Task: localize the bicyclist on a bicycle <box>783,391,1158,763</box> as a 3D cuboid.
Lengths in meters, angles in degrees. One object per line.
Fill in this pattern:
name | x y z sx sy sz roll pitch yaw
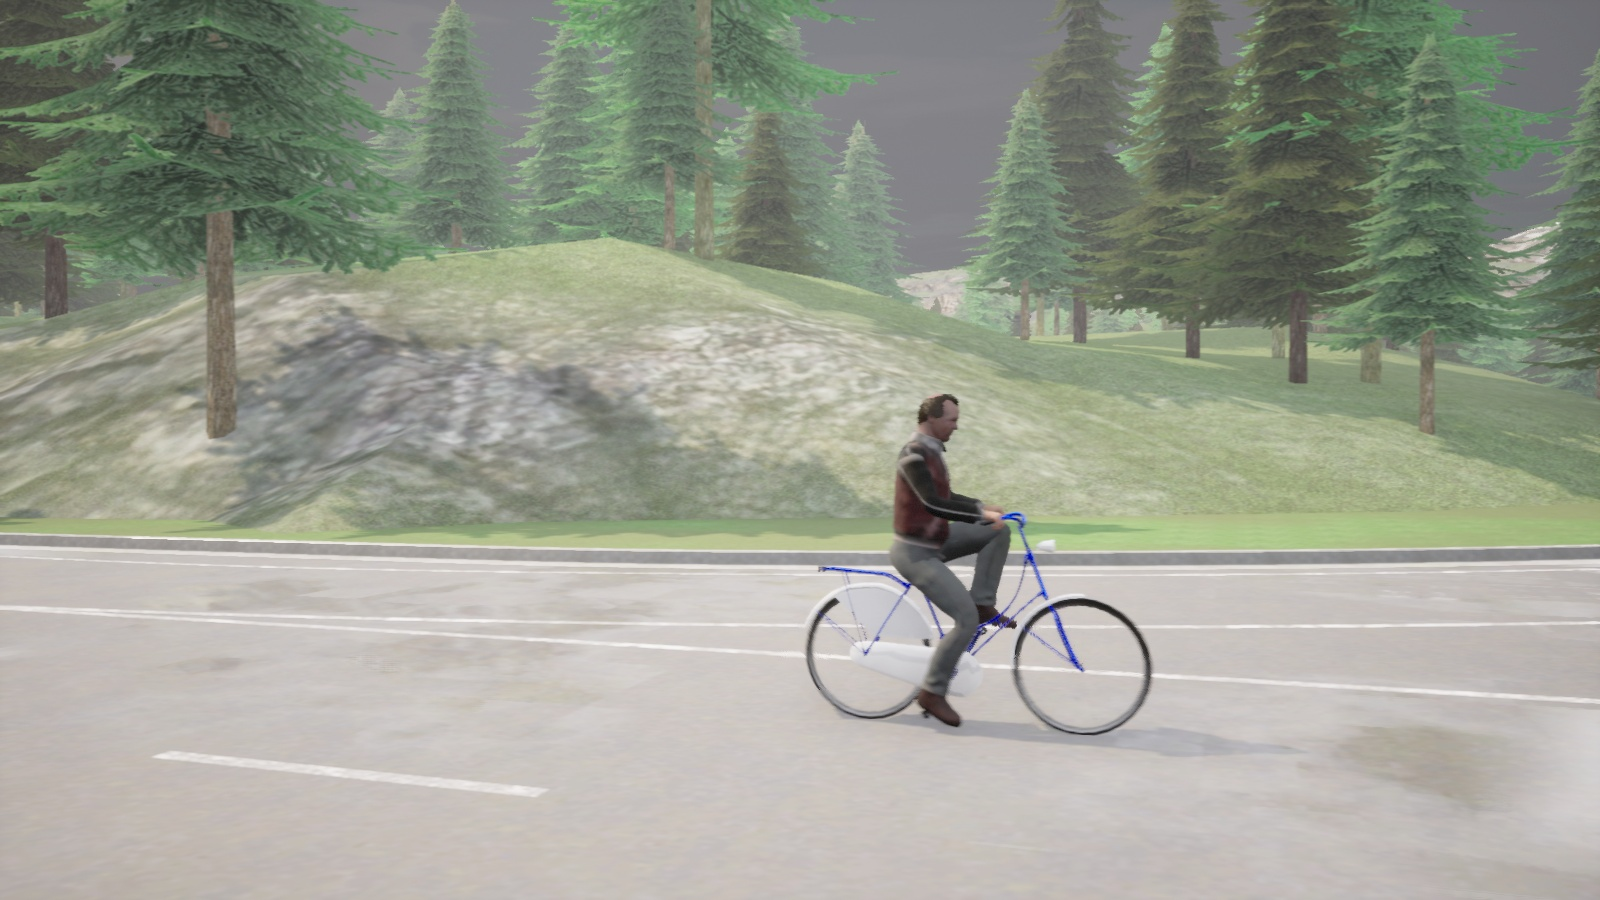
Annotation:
bicyclist on a bicycle | 0.896 0.592 6.582 1.843 1.776 0.659 1 1 19
